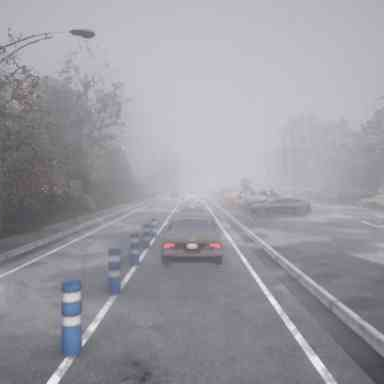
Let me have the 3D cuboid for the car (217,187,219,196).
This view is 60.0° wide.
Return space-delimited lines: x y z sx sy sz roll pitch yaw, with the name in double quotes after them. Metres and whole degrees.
7.094 0.315 56.464 4.792 1.488 2.163 0 1 0 "car"

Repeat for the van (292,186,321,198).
20.284 0.001 59.050 4.442 1.987 1.878 0 1 1 "van"

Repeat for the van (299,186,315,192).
20.012 0.113 53.497 4.442 1.987 1.878 0 1 0 "van"

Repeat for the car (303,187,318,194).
20.126 0.428 50.750 4.792 1.488 2.163 0 1 1 "car"

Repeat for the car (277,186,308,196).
20.210 -0.187 67.359 5.566 2.045 2.435 0 1 0 "car"

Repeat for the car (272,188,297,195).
20.280 -0.045 72.904 5.008 1.535 2.097 0 1 1 "car"

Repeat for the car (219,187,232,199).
6.786 0.536 45.496 5.366 1.575 1.946 0 2 0 "car"

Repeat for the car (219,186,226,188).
7.073 0.217 53.688 4.553 1.767 2.185 0 1 0 "car"

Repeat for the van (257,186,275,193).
20.568 -0.651 92.285 4.442 1.987 1.878 0 1 1 "van"

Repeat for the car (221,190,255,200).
7.012 0.404 50.913 4.892 1.521 2.231 0 1 0 "car"

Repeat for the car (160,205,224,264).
0.025 1.394 11.157 2.033 1.411 5.357 0 1 1 "car"

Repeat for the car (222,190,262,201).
7.179 0.467 48.144 5.366 1.575 1.946 0 1 0 "car"

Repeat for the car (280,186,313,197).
20.186 -0.133 64.589 5.566 2.045 2.435 0 1 0 "car"

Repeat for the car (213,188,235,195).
7.225 -0.094 75.893 4.892 1.521 2.231 0 1 0 "car"

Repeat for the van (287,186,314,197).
20.074 -0.053 61.822 4.442 1.987 1.878 0 1 1 "van"

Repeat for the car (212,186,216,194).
7.131 0.097 67.567 4.792 1.488 2.163 0 1 0 "car"

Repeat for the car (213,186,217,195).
7.107 0.152 64.792 4.792 1.488 2.163 0 1 0 "car"

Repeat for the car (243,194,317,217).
6.775 1.120 25.950 4.792 1.488 2.163 0 2 0 "car"

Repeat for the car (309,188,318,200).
20.103 0.492 48.112 4.792 1.488 2.163 0 2 1 "car"

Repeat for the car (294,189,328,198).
20.149 0.281 56.286 5.008 1.535 2.097 0 1 1 "car"

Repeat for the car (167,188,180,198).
-3.202 0.097 59.361 2.097 1.767 4.553 0 1 1 "car"

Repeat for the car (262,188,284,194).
20.375 -0.262 83.982 5.008 1.535 2.097 0 1 1 "car"

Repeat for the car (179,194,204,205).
0.056 0.951 28.976 1.812 1.442 4.674 0 2 1 "car"

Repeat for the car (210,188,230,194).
7.320 -0.313 86.996 5.008 1.535 2.097 0 1 0 "car"

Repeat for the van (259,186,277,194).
20.545 -0.599 89.641 4.442 1.987 1.878 0 1 0 "van"

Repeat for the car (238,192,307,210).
6.834 1.011 28.724 5.008 1.535 2.097 0 2 0 "car"

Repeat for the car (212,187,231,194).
7.247 -0.330 81.442 4.553 1.767 2.185 0 1 0 "car"

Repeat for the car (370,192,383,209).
19.928 0.968 31.375 4.674 1.452 2.002 0 2 1 "car"

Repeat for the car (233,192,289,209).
7.061 0.851 34.272 5.366 1.575 1.946 0 2 0 "car"

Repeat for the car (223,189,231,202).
6.737 0.694 39.825 5.366 1.575 1.946 0 2 0 "car"

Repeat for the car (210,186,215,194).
6.998 0.010 70.344 5.366 1.575 1.946 0 1 0 "car"

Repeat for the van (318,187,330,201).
20.167 0.309 45.334 4.442 1.987 1.878 0 2 0 "van"

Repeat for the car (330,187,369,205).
20.030 0.441 39.673 5.566 2.045 2.435 0 2 0 "car"

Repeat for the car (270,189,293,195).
20.313 -0.061 75.799 4.674 1.452 2.002 0 1 0 "car"

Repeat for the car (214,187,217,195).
7.083 0.206 62.016 4.792 1.488 2.163 0 1 0 "car"

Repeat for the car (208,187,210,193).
7.069 -0.153 78.670 5.366 1.575 1.946 0 1 0 "car"

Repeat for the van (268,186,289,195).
20.451 -0.381 78.562 4.442 1.987 1.878 0 1 0 "van"

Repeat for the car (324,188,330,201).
19.997 0.644 42.449 4.792 1.488 2.163 0 2 0 "car"

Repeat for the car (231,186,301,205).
6.880 0.682 31.491 5.566 2.045 2.435 0 2 0 "car"

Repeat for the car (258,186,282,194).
20.377 -0.570 86.871 5.566 2.045 2.435 0 1 0 "car"

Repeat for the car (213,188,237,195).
7.214 -0.040 73.117 4.892 1.521 2.231 0 1 0 "car"

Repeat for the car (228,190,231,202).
6.906 0.777 37.049 4.892 1.521 2.231 0 2 0 "car"

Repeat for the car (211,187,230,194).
7.271 -0.384 84.217 4.553 1.767 2.185 0 1 0 "car"

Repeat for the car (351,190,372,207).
19.769 0.846 34.145 5.366 1.575 1.946 0 2 1 "car"
